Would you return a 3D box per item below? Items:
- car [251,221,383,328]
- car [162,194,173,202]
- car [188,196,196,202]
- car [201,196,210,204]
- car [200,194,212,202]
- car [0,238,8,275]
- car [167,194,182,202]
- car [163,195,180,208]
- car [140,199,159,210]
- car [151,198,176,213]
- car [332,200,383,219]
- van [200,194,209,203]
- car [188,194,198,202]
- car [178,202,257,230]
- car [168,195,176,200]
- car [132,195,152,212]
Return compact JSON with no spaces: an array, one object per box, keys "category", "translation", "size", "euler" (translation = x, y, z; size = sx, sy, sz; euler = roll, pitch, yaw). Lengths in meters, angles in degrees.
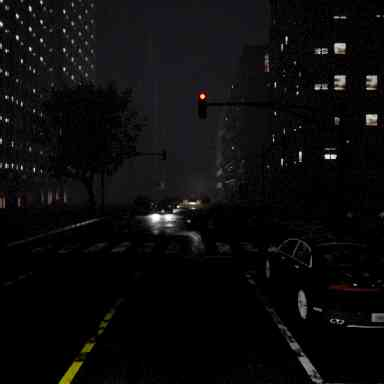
[{"category":"car","translation":[2.688,1.551,6.912],"size":[2.008,1.369,4.403],"euler":[0,0,0]},{"category":"car","translation":[-5.700,1.386,77.959],"size":[2.192,1.841,5.009],"euler":[0,0,0]},{"category":"car","translation":[-0.008,1.668,78.905],"size":[1.895,1.301,4.718],"euler":[0,0,0]},{"category":"car","translation":[2.682,1.578,67.084],"size":[1.752,1.417,4.829],"euler":[0,0,0]},{"category":"car","translation":[2.683,1.611,61.391],"size":[1.947,1.339,4.313],"euler":[0,0,0]},{"category":"car","translation":[-5.692,1.545,6.911],"size":[1.887,1.381,4.507],"euler":[0,0,0]},{"category":"car","translation":[-3.088,1.565,56.554],"size":[1.812,1.442,4.674],"euler":[0,0,0]},{"category":"car","translation":[-3.104,1.554,46.262],"size":[1.812,1.442,4.674],"euler":[0,0,0]},{"category":"car","translation":[-5.697,1.592,44.822],"size":[1.947,1.339,4.313],"euler":[0,0,0]},{"category":"car","translation":[-3.093,1.620,37.150],"size":[1.895,1.301,4.718],"euler":[0,0,-1]},{"category":"car","translation":[13.423,1.350,26.319],"size":[4.403,1.369,2.008],"euler":[-1,1,-1]},{"category":"van","translation":[2.681,1.402,72.438],"size":[1.690,1.788,3.998],"euler":[0,0,0]},{"category":"car","translation":[0.091,1.656,68.903],"size":[1.895,1.301,4.718],"euler":[0,0,0]},{"category":"car","translation":[1.877,1.520,21.050],"size":[4.892,1.490,1.837],"euler":[1,-2,-30]},{"category":"car","translation":[-5.702,1.654,94.528],"size":[2.008,1.369,4.403],"euler":[0,0,0]},{"category":"car","translation":[-5.696,1.336,39.299],"size":[2.192,1.841,5.009],"euler":[0,0,0]}]
